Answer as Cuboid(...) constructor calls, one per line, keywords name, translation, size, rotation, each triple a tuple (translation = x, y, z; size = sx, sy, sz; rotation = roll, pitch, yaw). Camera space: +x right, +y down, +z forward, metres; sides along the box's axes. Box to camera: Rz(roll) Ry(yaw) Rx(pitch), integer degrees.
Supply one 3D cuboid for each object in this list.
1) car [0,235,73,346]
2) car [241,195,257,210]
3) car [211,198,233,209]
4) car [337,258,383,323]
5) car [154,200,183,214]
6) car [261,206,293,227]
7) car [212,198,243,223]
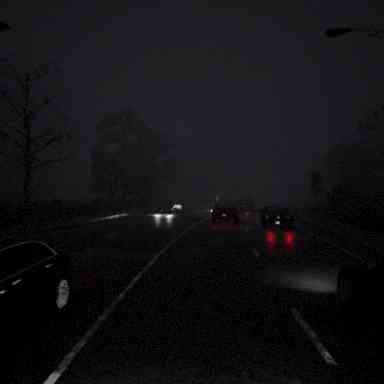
Cuboid(name="car", translation=(-3.379, 1.497, 4.871), size=(1.837, 1.490, 4.892), rotation=(0, 0, 3))
Cuboid(name="car", translation=(6.871, 1.510, 42.393), size=(2.128, 1.511, 4.902), rotation=(0, 0, 17))
Cuboid(name="car", translation=(4.248, 1.607, 46.361), size=(1.895, 1.301, 4.718), rotation=(0, 0, 19))
Cuboid(name="car", translation=(3.817, 1.534, 4.872), size=(1.812, 1.442, 4.674), rotation=(0, 0, 2))
Cuboid(name="car", translation=(-2.418, 1.533, 36.108), size=(2.033, 1.411, 5.357), rotation=(0, 0, 14))
Cuboid(name="car", translation=(5.728, 1.617, 22.940), size=(1.895, 1.301, 4.718), rotation=(0, 0, 10))
Cuboid(name="car", translation=(2.691, 1.484, 25.631), size=(1.882, 1.535, 5.008), rotation=(0, 0, 10))
